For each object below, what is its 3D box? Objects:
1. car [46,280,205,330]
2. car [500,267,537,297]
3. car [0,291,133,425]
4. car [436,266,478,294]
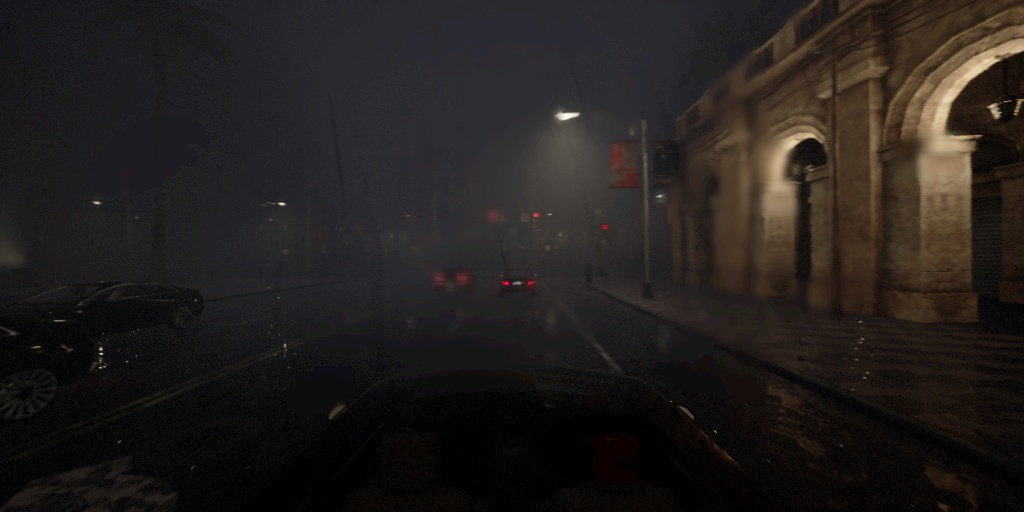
[{"bbox_3d":[-10.458,1.396,9.017,2.128,1.511,4.902,-1,0,1],"label":"car"},{"bbox_3d":[0.367,1.279,18.834,2.033,1.411,5.357,-1,0,2],"label":"car"},{"bbox_3d":[-7.061,1.349,3.139,2.128,1.511,4.902,-1,0,2],"label":"car"},{"bbox_3d":[-3.093,1.309,20.553,1.812,1.442,4.674,-1,0,1],"label":"car"}]
